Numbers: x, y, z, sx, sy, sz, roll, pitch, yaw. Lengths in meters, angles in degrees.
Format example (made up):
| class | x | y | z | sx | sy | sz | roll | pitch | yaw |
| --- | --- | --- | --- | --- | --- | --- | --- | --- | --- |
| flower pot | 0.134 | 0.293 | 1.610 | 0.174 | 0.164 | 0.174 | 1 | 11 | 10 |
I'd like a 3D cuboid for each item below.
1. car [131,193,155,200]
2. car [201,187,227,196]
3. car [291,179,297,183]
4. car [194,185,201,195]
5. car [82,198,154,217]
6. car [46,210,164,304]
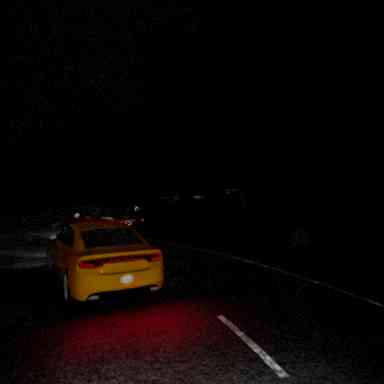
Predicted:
| class | x | y | z | sx | sy | sz | roll | pitch | yaw |
| --- | --- | --- | --- | --- | --- | --- | --- | --- | --- |
| car | -7.131 | 0.886 | 47.120 | 1.812 | 1.442 | 4.674 | 0 | 4 | 32 |
| car | 4.070 | -0.118 | 57.050 | 1.895 | 1.301 | 4.718 | 0 | 5 | 37 |
| car | 23.863 | -2.790 | 80.614 | 1.837 | 1.490 | 4.892 | 0 | 5 | 38 |
| car | 1.719 | -0.575 | 60.002 | 2.150 | 2.045 | 5.566 | 0 | 4 | 38 |
| car | -4.101 | 1.328 | 15.008 | 4.553 | 1.767 | 2.097 | 0 | 0 | 44 |
| car | -2.394 | 1.465 | 8.348 | 1.882 | 1.535 | 5.008 | 0 | 0 | -29 |
